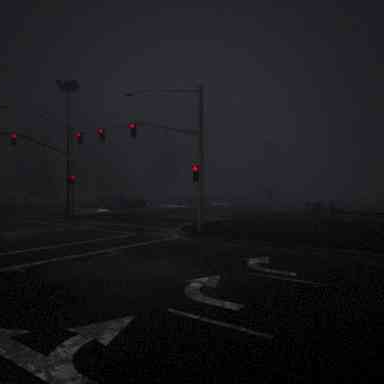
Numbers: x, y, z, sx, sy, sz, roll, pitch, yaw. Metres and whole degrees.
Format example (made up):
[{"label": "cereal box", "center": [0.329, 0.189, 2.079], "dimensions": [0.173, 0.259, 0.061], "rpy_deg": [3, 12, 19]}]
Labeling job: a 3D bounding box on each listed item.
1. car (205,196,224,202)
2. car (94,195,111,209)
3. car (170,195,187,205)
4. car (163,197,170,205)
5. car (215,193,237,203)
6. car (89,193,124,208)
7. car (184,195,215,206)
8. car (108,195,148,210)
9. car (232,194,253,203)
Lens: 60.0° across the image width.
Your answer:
[{"label": "car", "center": [4.981, 1.511, 71.750], "dimensions": [1.895, 1.301, 4.718], "rpy_deg": [0, 0, 36]}, {"label": "car", "center": [-9.973, 1.542, 44.468], "dimensions": [2.033, 1.411, 5.357], "rpy_deg": [0, 0, 35]}, {"label": "car", "center": [-1.027, 1.348, 57.265], "dimensions": [2.097, 1.767, 4.553], "rpy_deg": [0, 0, 37]}, {"label": "car", "center": [-3.292, 1.520, 60.135], "dimensions": [1.812, 1.442, 4.674], "rpy_deg": [0, 0, 35]}, {"label": "car", "center": [7.572, 1.177, 69.361], "dimensions": [2.150, 2.045, 5.566], "rpy_deg": [0, 0, 36]}, {"label": "car", "center": [-11.989, 1.216, 47.678], "dimensions": [2.150, 2.045, 5.566], "rpy_deg": [0, 0, 35]}, {"label": "car", "center": [1.277, 1.596, 54.470], "dimensions": [1.895, 1.301, 4.718], "rpy_deg": [0, 0, 35]}, {"label": "car", "center": [-7.566, 1.487, 41.798], "dimensions": [2.128, 1.511, 4.902], "rpy_deg": [0, 0, 35]}, {"label": "car", "center": [10.676, 1.585, 67.681], "dimensions": [1.895, 1.301, 4.718], "rpy_deg": [0, 0, 36]}]
